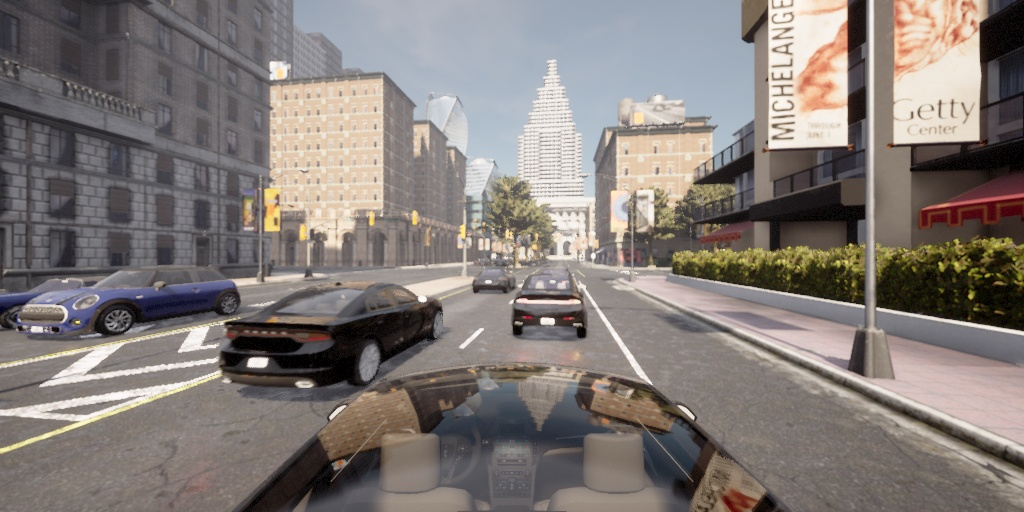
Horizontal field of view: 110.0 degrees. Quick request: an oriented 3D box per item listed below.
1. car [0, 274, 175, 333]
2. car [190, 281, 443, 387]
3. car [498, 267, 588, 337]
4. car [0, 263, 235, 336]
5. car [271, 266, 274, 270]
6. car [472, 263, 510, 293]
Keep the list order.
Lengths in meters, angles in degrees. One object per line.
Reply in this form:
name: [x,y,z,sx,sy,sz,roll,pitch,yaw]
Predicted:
car: [-14.068,1.353,11.426,1.895,1.301,4.718,0,0,8]
car: [-2.906,1.230,7.054,1.882,1.535,5.008,0,0,8]
car: [1.128,1.246,10.380,2.128,1.511,4.902,0,0,8]
car: [-10.659,1.105,10.503,2.097,1.767,4.553,0,0,8]
car: [-32.202,1.271,44.524,4.892,1.490,1.837,0,0,8]
car: [-0.954,1.323,20.796,1.994,1.385,4.181,0,0,8]
